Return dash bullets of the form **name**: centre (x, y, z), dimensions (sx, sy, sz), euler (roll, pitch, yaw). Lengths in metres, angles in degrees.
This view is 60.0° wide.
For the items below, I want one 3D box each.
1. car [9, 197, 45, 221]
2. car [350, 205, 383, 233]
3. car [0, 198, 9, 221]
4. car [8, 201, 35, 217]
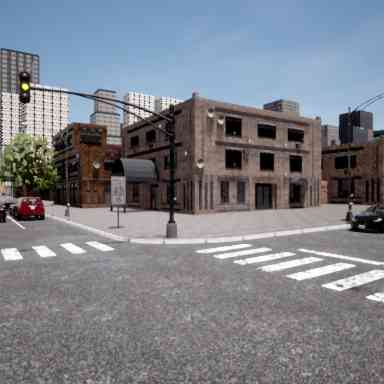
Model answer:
- **car**: centre (-13.575, 1.329, 27.651), dimensions (2.192, 1.841, 5.009), euler (0, 0, -33)
- **car**: centre (10.379, 1.357, 17.922), dimensions (4.313, 1.339, 1.947), euler (-1, 1, -33)
- **car**: centre (-16.046, 1.506, 26.699), dimensions (2.128, 1.511, 4.902), euler (0, 0, -33)
- **car**: centre (-16.584, 1.585, 32.286), dimensions (1.947, 1.339, 4.313), euler (0, 0, -33)
